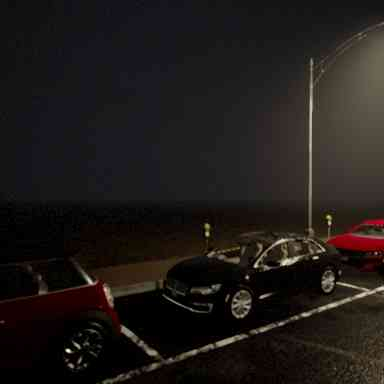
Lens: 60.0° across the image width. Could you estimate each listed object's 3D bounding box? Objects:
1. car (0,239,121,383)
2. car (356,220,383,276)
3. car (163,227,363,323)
[{"bbox_3d":[-3.040,1.439,3.919,4.097,1.590,1.967,0,1,-35],"label":"car"},{"bbox_3d":[5.975,1.569,10.347,4.507,1.381,1.887,0,1,-35],"label":"car"},{"bbox_3d":[1.467,1.562,7.133,4.403,1.369,2.008,0,1,-35],"label":"car"}]
